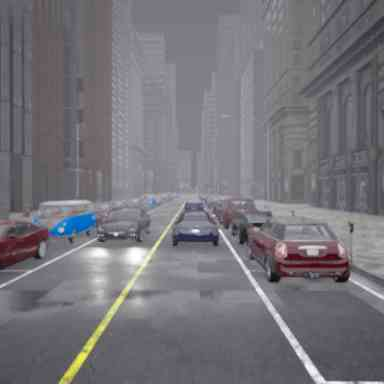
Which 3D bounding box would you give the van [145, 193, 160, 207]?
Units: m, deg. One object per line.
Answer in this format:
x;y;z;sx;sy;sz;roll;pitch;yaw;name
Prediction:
-5.622;1.192;43.449;1.690;1.788;3.998;0;0;0;van

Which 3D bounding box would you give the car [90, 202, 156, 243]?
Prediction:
-3.045;1.449;15.789;1.837;1.490;4.892;0;0;0;car

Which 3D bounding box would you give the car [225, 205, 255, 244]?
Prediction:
2.808;1.515;15.247;1.947;1.339;4.313;0;0;0;car

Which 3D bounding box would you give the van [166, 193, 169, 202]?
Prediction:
-5.565;1.140;60.358;1.690;1.788;3.998;0;0;0;van

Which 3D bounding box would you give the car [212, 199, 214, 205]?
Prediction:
2.847;1.456;26.520;1.887;1.381;4.507;0;0;0;car

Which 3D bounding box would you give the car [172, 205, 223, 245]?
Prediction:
0.148;1.512;15.202;1.994;1.385;4.181;0;0;0;car

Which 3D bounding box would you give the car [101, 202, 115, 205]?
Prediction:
-5.698;1.366;20.903;1.967;1.590;4.097;0;0;0;car

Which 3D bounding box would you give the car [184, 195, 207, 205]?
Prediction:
0.208;1.366;32.921;1.882;1.535;5.008;0;0;0;car

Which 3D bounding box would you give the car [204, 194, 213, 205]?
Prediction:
2.903;1.295;43.427;1.967;1.590;4.097;0;0;0;car

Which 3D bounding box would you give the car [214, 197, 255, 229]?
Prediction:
2.827;1.246;20.883;2.192;1.841;5.009;0;0;0;car

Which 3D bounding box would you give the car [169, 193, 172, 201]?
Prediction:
-5.545;1.222;65.995;1.967;1.590;4.097;0;0;0;car

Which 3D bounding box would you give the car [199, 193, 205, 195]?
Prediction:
2.999;1.352;71.609;1.802;1.307;4.206;0;0;0;car

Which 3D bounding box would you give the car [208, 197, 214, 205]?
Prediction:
2.866;1.459;32.156;1.947;1.339;4.313;0;0;0;car

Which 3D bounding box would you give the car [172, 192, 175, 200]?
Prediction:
-5.527;1.081;71.631;2.192;1.841;5.009;0;0;0;car

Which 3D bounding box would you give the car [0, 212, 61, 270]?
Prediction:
-5.736;1.509;9.629;1.887;1.381;4.507;0;0;0;car

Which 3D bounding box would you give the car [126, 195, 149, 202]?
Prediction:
-5.660;1.328;32.176;1.967;1.590;4.097;0;0;0;car

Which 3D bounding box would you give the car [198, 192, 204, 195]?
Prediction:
3.038;1.320;82.882;1.802;1.307;4.206;0;0;0;car

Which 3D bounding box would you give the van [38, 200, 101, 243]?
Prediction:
-5.717;1.286;15.265;1.690;1.788;3.998;0;0;0;van

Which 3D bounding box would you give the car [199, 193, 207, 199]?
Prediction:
3.075;1.148;94.154;1.967;1.590;4.097;0;0;0;car

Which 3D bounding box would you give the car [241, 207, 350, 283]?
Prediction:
2.789;1.409;9.610;1.967;1.590;4.097;0;0;0;car

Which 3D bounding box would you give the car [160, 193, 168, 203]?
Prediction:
-5.583;1.366;54.722;2.008;1.369;4.403;0;0;0;car

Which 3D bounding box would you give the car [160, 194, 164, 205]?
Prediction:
-5.603;1.358;48.916;1.752;1.417;4.829;0;0;0;car
